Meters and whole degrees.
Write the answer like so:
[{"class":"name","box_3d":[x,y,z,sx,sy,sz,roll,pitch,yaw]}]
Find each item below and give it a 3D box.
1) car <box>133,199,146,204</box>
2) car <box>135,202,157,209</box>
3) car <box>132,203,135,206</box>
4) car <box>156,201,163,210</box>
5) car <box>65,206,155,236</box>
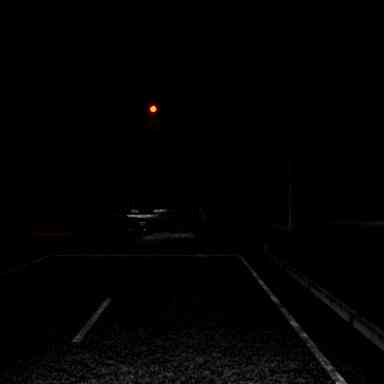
[{"class":"car","box_3d":[-10.503,2.410,66.611,2.150,2.045,5.566,0,1,0]},{"class":"car","box_3d":[-7.077,2.772,51.287,2.033,1.411,5.357,0,-1,0]},{"class":"car","box_3d":[-10.575,2.788,51.220,1.994,1.385,4.181,0,-1,0]},{"class":"car","box_3d":[-7.004,2.664,66.923,1.882,1.535,5.008,0,1,0]},{"class":"car","box_3d":[-4.992,1.802,19.970,5.008,1.535,1.882,0,-2,3]}]
